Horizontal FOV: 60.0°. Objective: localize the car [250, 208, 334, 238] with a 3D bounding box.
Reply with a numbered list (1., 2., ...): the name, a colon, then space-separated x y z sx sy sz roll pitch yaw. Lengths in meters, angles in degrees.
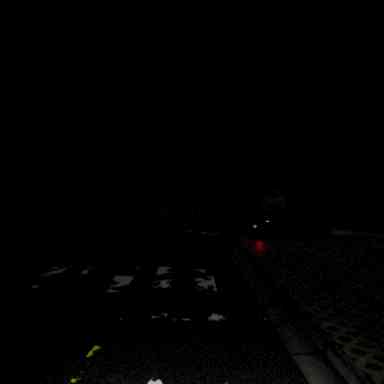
1. car: 5.425 1.599 18.054 4.674 1.442 1.812 1 0 -20
